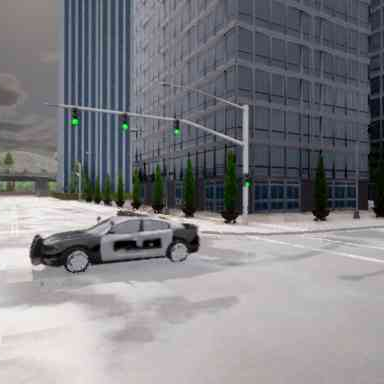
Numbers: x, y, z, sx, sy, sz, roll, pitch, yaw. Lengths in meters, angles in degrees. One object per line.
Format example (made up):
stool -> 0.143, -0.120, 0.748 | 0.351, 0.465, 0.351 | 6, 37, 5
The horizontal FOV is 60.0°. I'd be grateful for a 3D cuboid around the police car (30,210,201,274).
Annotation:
police car -> -2.217, 1.420, 10.546 | 5.238, 1.638, 1.930 | 0, 0, -28
